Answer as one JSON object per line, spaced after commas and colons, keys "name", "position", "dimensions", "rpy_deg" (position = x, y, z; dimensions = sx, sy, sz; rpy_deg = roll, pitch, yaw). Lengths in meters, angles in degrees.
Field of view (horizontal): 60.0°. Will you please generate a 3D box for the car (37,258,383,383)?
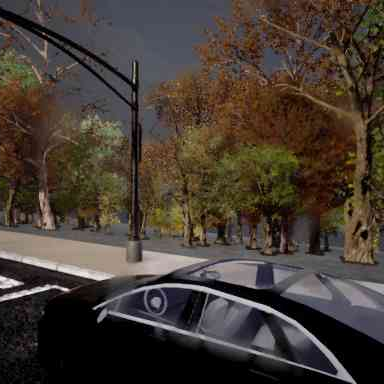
{"name": "car", "position": [0.259, 1.491, 3.488], "dimensions": [4.902, 1.511, 2.128], "rpy_deg": [0, 0, 37]}
